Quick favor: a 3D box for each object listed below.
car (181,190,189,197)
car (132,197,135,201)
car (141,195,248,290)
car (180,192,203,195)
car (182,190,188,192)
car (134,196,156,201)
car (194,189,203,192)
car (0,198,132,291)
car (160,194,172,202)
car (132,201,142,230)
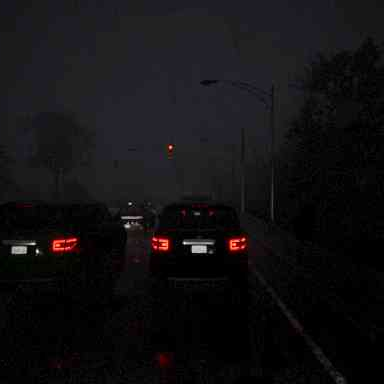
[{"bbox_3d":[-1.807,0.294,87.686,1.882,1.535,5.008,0,3,1],"label":"car"},{"bbox_3d":[-9.789,1.564,47.373,1.994,1.385,4.181,0,0,1],"label":"car"},{"bbox_3d":[0.171,1.221,9.233,2.150,2.045,5.566,0,0,1],"label":"car"},{"bbox_3d":[0.328,1.221,19.563,2.150,2.045,5.566,0,0,1],"label":"car"},{"bbox_3d":[-2.036,1.053,77.274,2.033,1.411,5.357,0,3,1],"label":"car"},{"bbox_3d":[-6.312,1.601,46.378,1.895,1.301,4.718,0,0,1],"label":"car"},{"bbox_3d":[1.472,0.850,77.573,2.097,1.767,4.553,0,3,1],"label":"car"},{"bbox_3d":[-3.330,1.221,9.146,2.150,2.045,5.566,0,0,1],"label":"car"},{"bbox_3d":[-5.648,1.313,72.210,2.033,1.411,5.357,0,2,1],"label":"car"},{"bbox_3d":[-3.187,1.491,19.013,2.128,1.511,4.902,0,0,1],"label":"car"}]
